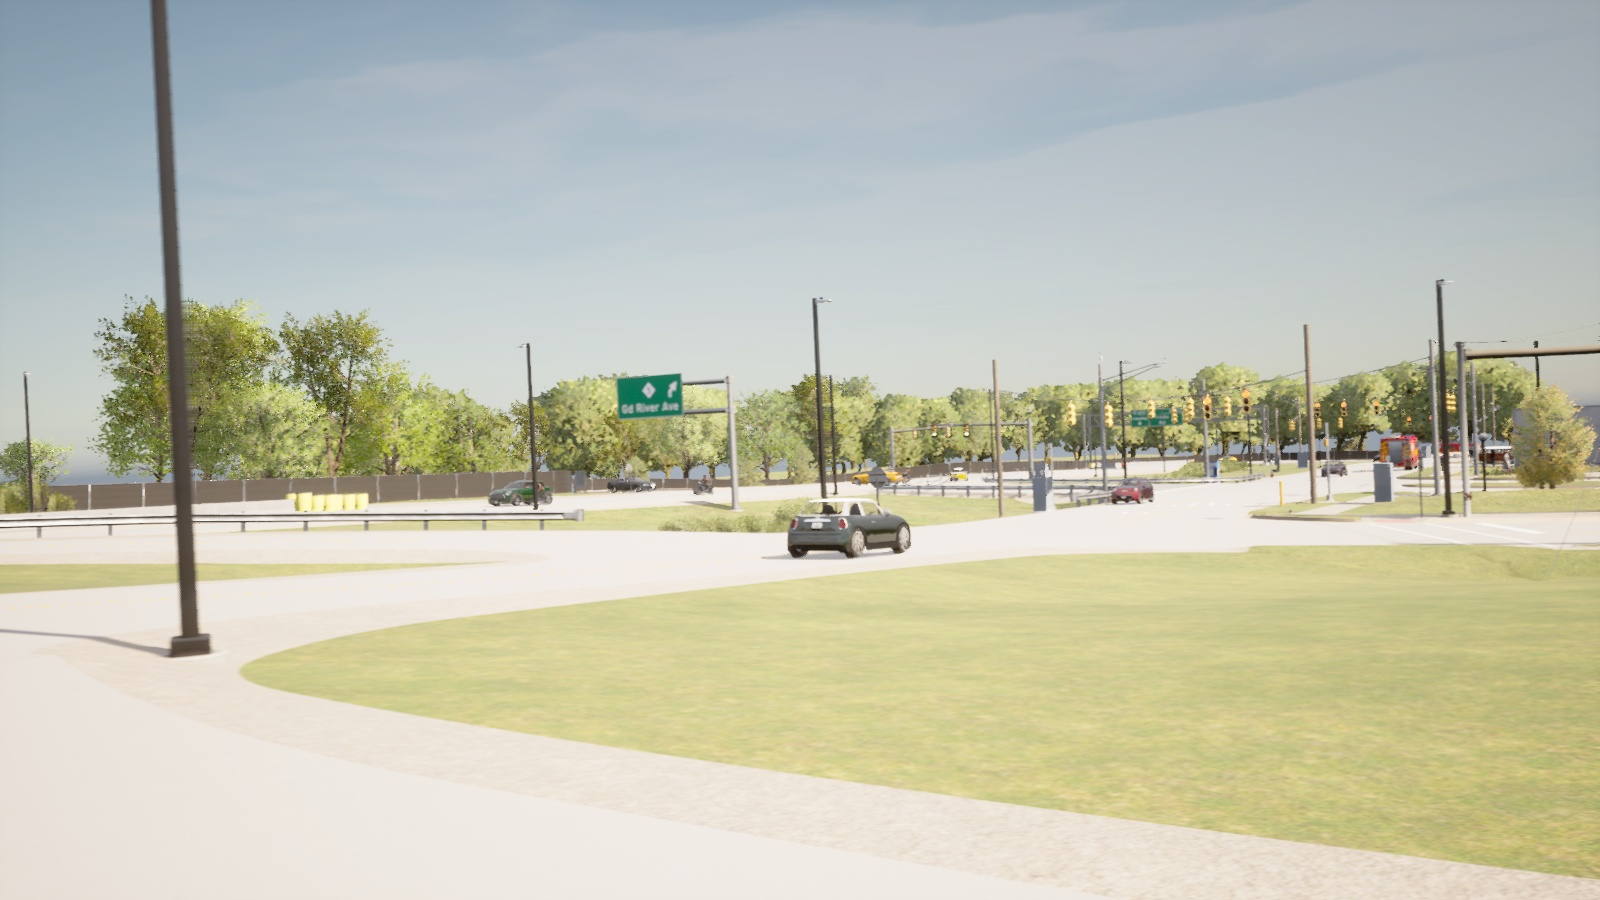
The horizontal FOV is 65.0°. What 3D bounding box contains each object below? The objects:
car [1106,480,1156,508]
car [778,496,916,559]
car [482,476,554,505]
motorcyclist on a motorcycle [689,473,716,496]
[{"bbox_3d":[19.063,2.504,72.255,1.845,1.501,3.633,-2,-1,31],"label":"car"},{"bbox_3d":[1.264,1.937,32.161,1.970,1.475,3.806,-2,-3,30],"label":"car"},{"bbox_3d":[-18.745,2.672,83.627,2.097,1.767,4.553,-2,-1,31],"label":"car"},{"bbox_3d":[-7.430,2.600,95.542,0.766,1.649,2.350,-2,-1,31],"label":"motorcyclist on a motorcycle"}]
